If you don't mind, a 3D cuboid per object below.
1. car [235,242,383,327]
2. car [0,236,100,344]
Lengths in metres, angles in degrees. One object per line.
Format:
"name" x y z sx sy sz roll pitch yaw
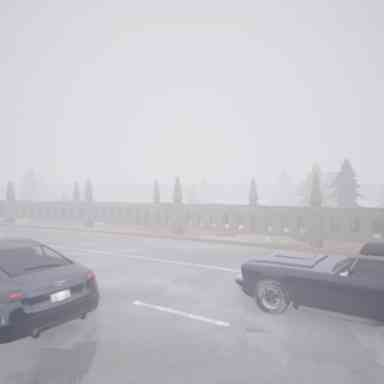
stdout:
"car" 3.193 1.573 5.853 4.718 1.301 1.895 0 0 35
"car" -3.689 1.534 6.094 4.181 1.385 1.994 0 0 32
